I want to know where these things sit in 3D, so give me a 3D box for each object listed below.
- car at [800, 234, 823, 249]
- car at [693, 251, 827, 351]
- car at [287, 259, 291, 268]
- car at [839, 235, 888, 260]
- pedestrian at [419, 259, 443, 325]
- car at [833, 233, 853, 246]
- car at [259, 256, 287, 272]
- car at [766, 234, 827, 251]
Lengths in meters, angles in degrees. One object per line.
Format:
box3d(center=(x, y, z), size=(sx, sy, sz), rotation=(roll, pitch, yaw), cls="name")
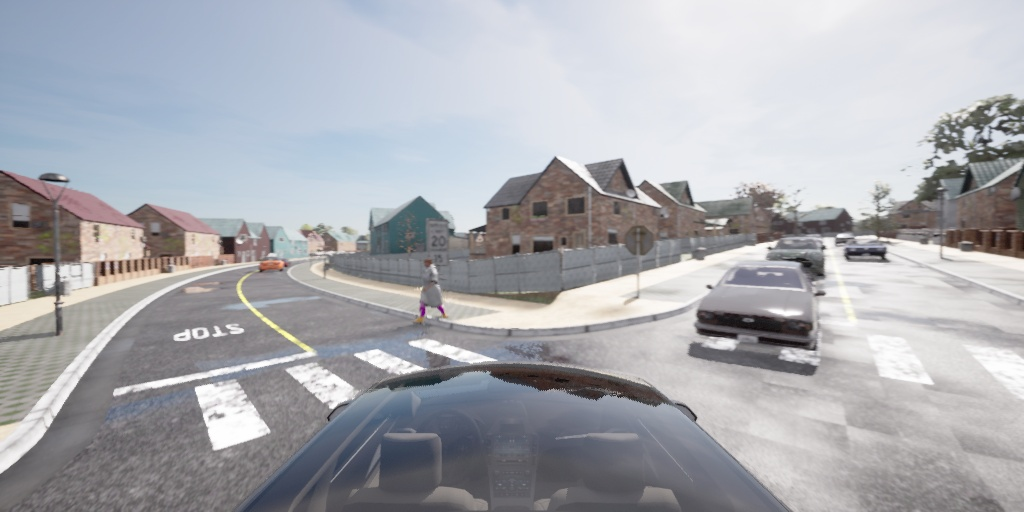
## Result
box3d(center=(32.583, -1.604, 38.914), size=(1.812, 1.442, 4.674), rotation=(1, 4, 41), cls="car")
box3d(center=(5.719, 0.827, 8.067), size=(2.033, 1.411, 5.357), rotation=(1, 5, 41), cls="car")
box3d(center=(-31.419, 0.882, 48.776), size=(1.994, 1.385, 4.181), rotation=(-1, 1, -26), cls="car")
box3d(center=(22.882, -0.487, 23.375), size=(1.895, 1.301, 4.718), rotation=(1, 4, 41), cls="car")
box3d(center=(-2.238, 0.925, 9.849), size=(0.375, 1.860, 0.375), rotation=(-3, 2, -44), cls="pedestrian")
box3d(center=(38.343, -1.917, 41.330), size=(2.033, 1.411, 5.357), rotation=(1, 4, 41), cls="car")
box3d(center=(-26.817, 0.827, 40.080), size=(2.097, 1.767, 4.553), rotation=(-1, 1, -30), cls="car")
box3d(center=(13.353, -0.092, 16.878), size=(2.097, 1.767, 4.553), rotation=(1, 4, 41), cls="car")
